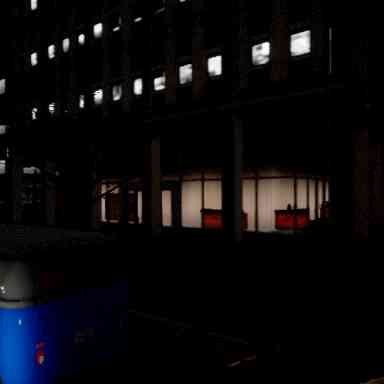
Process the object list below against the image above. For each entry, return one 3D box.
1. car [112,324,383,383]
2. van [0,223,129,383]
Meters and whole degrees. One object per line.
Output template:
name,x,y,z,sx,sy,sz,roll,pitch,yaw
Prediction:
car,1.909,1.538,1.511,4.507,1.381,1.887,-1,0,35
van,-2.708,1.385,4.801,3.998,1.788,1.690,-1,0,35
